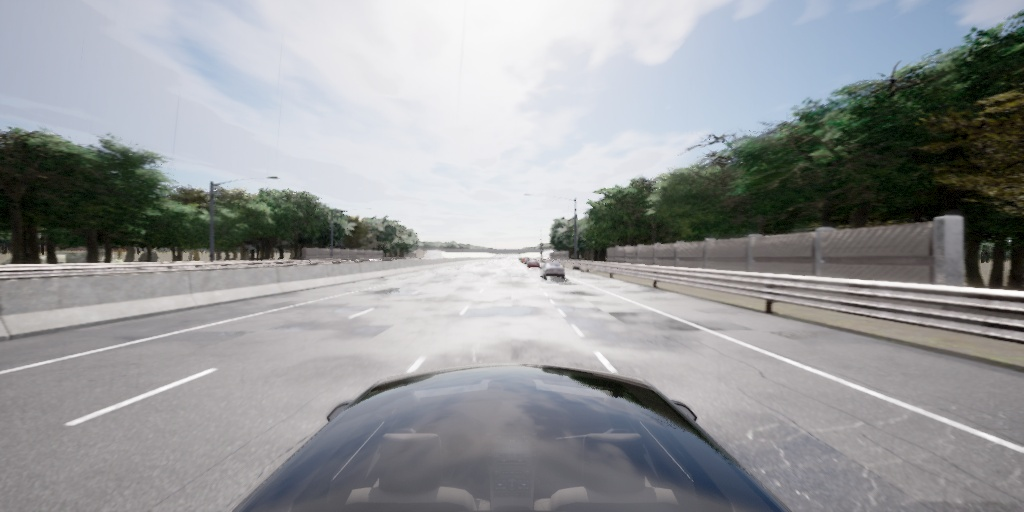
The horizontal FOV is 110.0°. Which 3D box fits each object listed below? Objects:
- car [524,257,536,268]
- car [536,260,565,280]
[{"bbox_3d":[3.516,1.228,59.987,1.994,1.385,4.181,0,0,0],"label":"car"},{"bbox_3d":[3.509,1.255,31.542,2.033,1.411,5.357,0,0,0],"label":"car"}]
